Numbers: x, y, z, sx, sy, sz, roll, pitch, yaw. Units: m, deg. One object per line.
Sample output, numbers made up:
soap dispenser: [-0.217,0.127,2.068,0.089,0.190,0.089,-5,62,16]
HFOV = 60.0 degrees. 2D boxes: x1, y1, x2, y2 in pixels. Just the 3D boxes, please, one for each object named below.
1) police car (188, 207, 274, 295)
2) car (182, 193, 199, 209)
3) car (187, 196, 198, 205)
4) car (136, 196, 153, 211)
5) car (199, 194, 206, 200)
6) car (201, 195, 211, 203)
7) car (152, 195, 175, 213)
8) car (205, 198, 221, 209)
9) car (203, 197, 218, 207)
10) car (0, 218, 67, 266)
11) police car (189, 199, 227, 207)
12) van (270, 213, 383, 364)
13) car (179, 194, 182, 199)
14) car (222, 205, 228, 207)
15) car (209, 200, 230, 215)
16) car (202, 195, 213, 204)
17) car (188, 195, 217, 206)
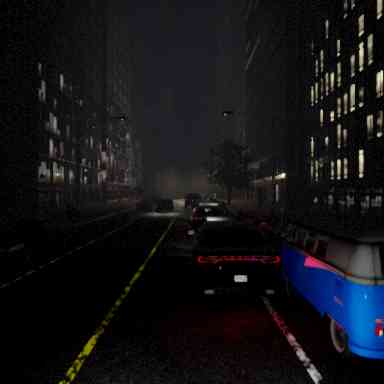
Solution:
police car: [0.921,1.419,8.829,1.930,1.638,5.238,0,0,0]
car: [0.112,1.185,44.930,2.150,2.045,5.566,0,0,0]
car: [0.143,1.440,59.483,1.837,1.490,4.892,0,0,0]
car: [-5.594,1.521,39.874,2.008,1.369,4.403,0,0,0]
car: [2.911,1.401,91.082,1.887,1.381,4.507,0,0,0]
car: [2.856,1.355,68.312,1.967,1.590,4.097,0,0,0]
car: [-3.010,1.450,37.484,1.882,1.535,5.008,0,0,0]
car: [2.801,1.513,45.543,2.008,1.369,4.403,0,0,0]
car: [2.814,1.504,51.235,2.008,1.369,4.403,0,0,0]
car: [-5.663,1.574,11.411,1.802,1.307,4.206,0,0,0]
police car: [0.946,1.412,18.829,1.930,1.638,5.238,0,0,0]
van: [2.704,1.337,5.696,1.690,1.788,3.998,0,0,0]
car: [-2.776,1.356,93.257,1.837,1.490,4.892,0,0,0]
car: [2.732,1.570,17.080,1.802,1.307,4.206,0,0,0]
car: [2.773,1.558,34.158,1.802,1.307,4.206,0,0,0]
car: [2.842,1.368,62.620,1.967,1.590,4.097,0,0,0]
car: [0.959,1.334,24.690,2.097,1.767,4.553,0,0,0]
